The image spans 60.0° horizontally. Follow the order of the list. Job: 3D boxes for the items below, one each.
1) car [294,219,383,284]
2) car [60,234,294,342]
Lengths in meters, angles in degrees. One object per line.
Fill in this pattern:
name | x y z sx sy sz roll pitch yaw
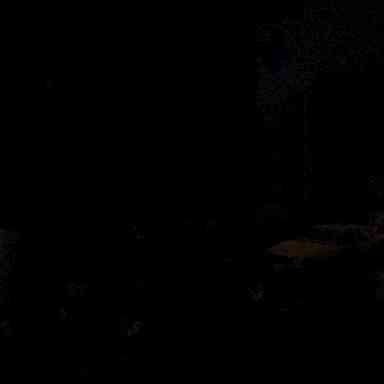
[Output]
car | 4.030 1.524 9.577 4.829 1.417 1.752 0 0 -36
car | -0.242 1.565 6.496 4.313 1.339 1.947 0 0 -36
